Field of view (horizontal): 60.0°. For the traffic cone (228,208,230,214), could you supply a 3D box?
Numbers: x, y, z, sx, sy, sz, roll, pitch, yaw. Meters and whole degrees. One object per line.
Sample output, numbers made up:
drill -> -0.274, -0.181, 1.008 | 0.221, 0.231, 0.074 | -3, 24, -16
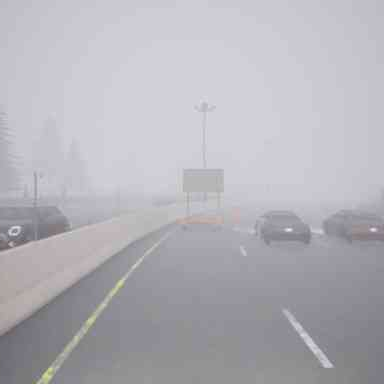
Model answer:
traffic cone -> 3.520, 1.864, 32.197 | 0.340, 0.580, 0.340 | 0, 0, 10

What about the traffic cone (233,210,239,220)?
traffic cone -> 3.416, 1.881, 26.115 | 0.340, 0.580, 0.340 | 0, 0, 10

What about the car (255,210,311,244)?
car -> 4.133, 1.519, 15.611 | 1.994, 1.385, 4.181 | 0, 0, 5

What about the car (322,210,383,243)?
car -> 7.647, 1.519, 15.677 | 1.994, 1.385, 4.181 | 0, 0, 5

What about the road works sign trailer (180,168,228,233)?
road works sign trailer -> 0.684, 0.409, 19.497 | 2.380, 3.560, 2.880 | 0, 0, 10
